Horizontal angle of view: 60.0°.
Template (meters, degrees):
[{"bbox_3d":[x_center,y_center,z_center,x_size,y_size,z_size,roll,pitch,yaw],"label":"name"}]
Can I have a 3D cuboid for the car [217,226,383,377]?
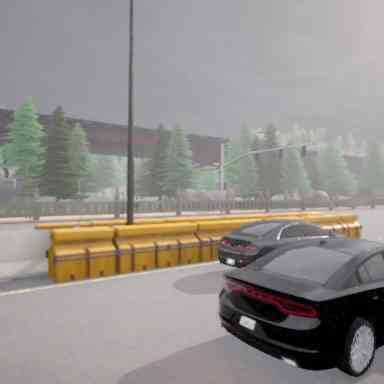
[{"bbox_3d":[2.720,1.529,5.692,5.008,1.535,1.882,0,0,-36],"label":"car"}]

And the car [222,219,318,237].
[{"bbox_3d":[2.987,1.584,10.185,4.892,1.490,1.837,0,0,-36],"label":"car"}]
